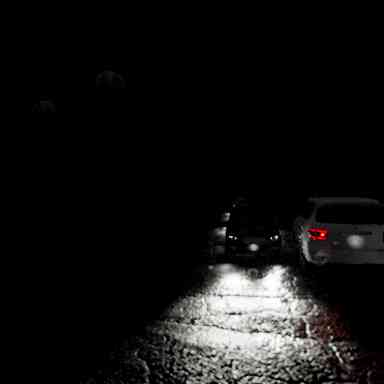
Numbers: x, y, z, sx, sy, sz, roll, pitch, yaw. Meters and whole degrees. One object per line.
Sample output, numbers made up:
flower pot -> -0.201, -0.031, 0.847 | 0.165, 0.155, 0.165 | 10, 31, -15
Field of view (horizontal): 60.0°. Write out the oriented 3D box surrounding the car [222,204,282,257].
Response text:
car -> 2.230, 1.430, 12.664 | 2.128, 1.511, 4.902 | -1, 0, 8

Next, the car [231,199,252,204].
car -> 3.575, 1.439, 22.678 | 1.994, 1.385, 4.181 | -1, 0, 7

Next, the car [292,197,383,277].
car -> 4.401, 1.166, 10.281 | 2.150, 2.045, 5.566 | 0, 0, 13
